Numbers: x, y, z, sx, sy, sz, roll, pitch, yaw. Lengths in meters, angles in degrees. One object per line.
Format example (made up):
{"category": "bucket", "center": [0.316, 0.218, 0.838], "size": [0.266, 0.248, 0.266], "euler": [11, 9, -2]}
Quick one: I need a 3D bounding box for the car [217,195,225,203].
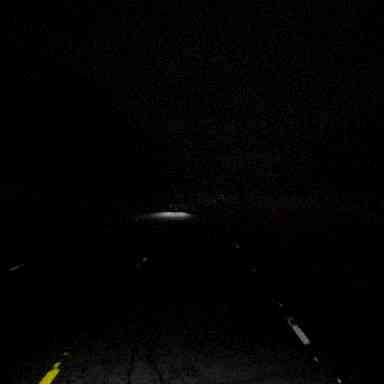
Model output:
{"category": "car", "center": [7.834, 1.826, 89.449], "size": [2.150, 2.045, 5.566], "euler": [2, 0, 6]}

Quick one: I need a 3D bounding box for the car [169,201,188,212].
{"category": "car", "center": [-1.714, 1.814, 42.140], "size": [1.895, 1.301, 4.718], "euler": [1, 0, 5]}

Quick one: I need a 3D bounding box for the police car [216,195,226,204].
{"category": "police car", "center": [6.762, 1.990, 79.577], "size": [1.930, 1.638, 5.238], "euler": [1, 0, 6]}
